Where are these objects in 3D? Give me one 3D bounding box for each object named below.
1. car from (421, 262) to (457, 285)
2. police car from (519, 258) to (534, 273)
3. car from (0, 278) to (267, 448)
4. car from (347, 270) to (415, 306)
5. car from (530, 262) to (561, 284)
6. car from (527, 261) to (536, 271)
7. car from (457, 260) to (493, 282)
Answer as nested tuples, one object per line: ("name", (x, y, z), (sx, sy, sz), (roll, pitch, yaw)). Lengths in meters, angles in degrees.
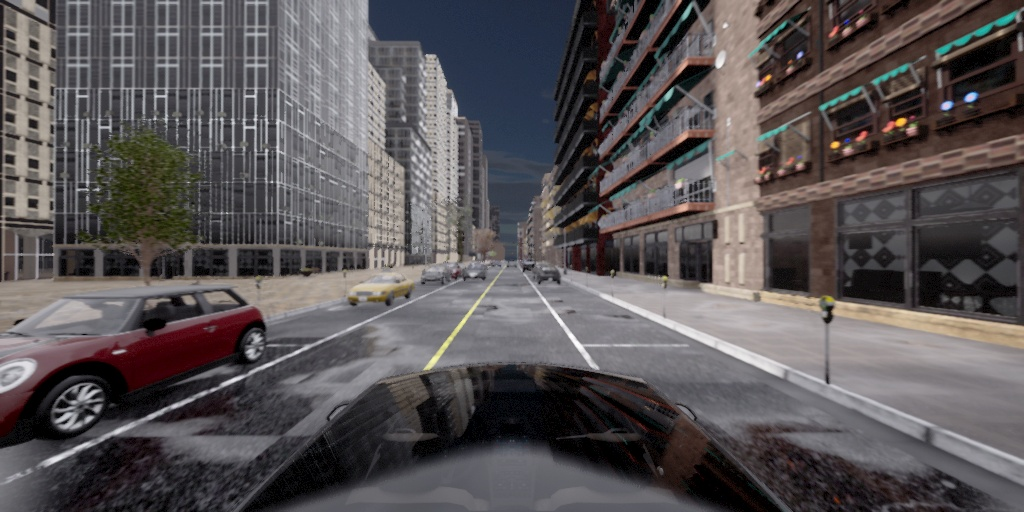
("car", (-5.699, 1.395, 27.323), (2.007, 1.370, 4.403), (0, 0, 0))
("police car", (2.353, 1.354, 48.237), (1.930, 1.638, 5.238), (0, 0, 0))
("car", (-5.693, 1.202, 5.192), (1.967, 1.591, 4.097), (0, 0, 0))
("car", (-5.695, 1.327, 16.087), (1.751, 1.417, 4.829), (0, 0, 0))
("car", (2.682, 1.395, 27.324), (2.007, 1.370, 4.403), (0, 0, 0))
("car", (2.680, 1.417, 32.857), (2.007, 1.370, 4.403), (0, 0, 0))
("car", (-3.102, 1.350, 30.936), (2.128, 1.511, 4.902), (0, 0, 0))
